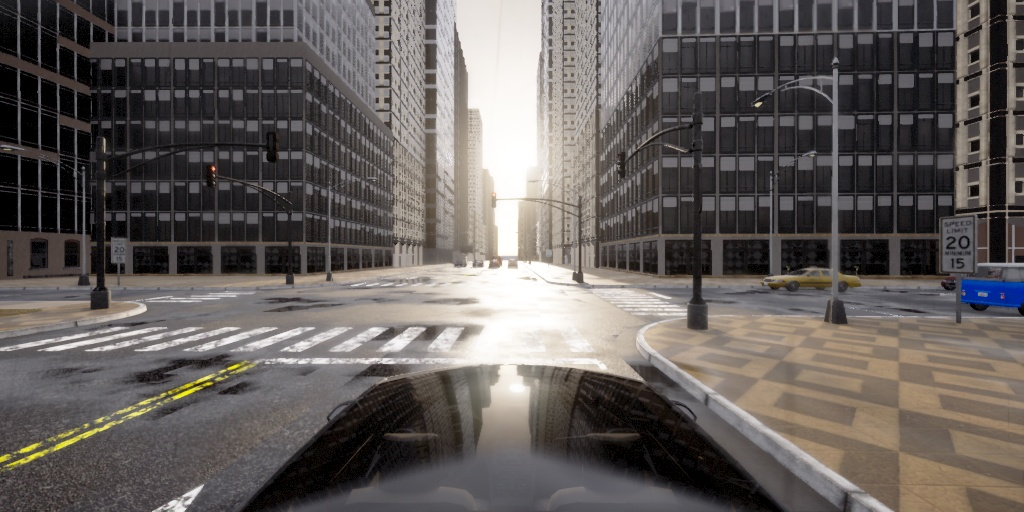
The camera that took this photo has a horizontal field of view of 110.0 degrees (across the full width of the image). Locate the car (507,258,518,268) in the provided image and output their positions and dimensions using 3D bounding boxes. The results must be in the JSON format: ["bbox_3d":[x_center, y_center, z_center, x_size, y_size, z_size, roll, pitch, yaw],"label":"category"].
[{"bbox_3d":[0.146,1.407,63.323,2.033,1.411,5.357,0,0,0],"label":"car"}]

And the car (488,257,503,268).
[{"bbox_3d":[-3.104,1.386,63.331,1.812,1.442,4.674,0,0,0],"label":"car"}]

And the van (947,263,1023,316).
[{"bbox_3d":[18.382,1.119,12.524,3.998,1.789,1.690,0,0,2],"label":"van"}]

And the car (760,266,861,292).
[{"bbox_3d":[17.131,1.293,20.699,4.829,1.417,1.751,0,0,2],"label":"car"}]

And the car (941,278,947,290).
[{"bbox_3d":[26.964,1.356,20.190,4.207,1.307,1.802,0,0,2],"label":"car"}]
